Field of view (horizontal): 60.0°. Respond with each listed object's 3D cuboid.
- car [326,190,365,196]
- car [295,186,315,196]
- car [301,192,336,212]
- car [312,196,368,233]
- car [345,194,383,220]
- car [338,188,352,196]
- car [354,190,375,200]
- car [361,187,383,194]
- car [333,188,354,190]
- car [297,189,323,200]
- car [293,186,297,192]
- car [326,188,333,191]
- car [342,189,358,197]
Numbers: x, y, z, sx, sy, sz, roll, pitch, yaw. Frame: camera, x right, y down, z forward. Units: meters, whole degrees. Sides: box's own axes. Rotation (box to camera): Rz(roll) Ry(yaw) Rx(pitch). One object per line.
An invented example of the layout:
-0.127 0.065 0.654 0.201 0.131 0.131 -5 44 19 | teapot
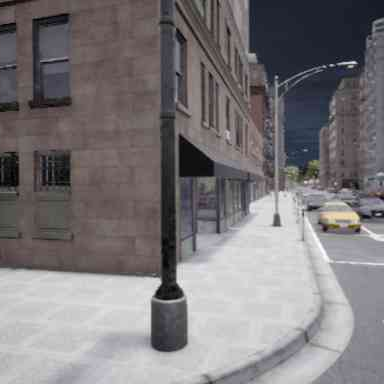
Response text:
13.961 0.810 30.665 2.033 1.411 5.357 0 1 15 | car
16.838 0.310 49.717 1.967 1.590 4.097 0 1 16 | car
10.503 0.908 27.901 1.947 1.339 4.313 0 1 16 | car
7.287 1.107 16.828 1.752 1.417 4.829 0 1 16 | car
11.069 1.042 20.711 1.994 1.385 4.181 0 1 16 | car
29.346 0.021 64.014 1.752 1.417 4.829 0 1 16 | car
24.547 0.421 47.486 1.947 1.339 4.313 0 1 16 | car
22.961 0.288 42.026 2.192 1.841 5.009 0 1 16 | car
22.059 0.458 48.350 1.895 1.301 4.718 0 1 16 | car
13.671 0.657 38.810 2.008 1.369 4.403 0 1 16 | car
20.005 -0.052 60.624 2.192 1.841 5.009 0 1 16 | car
34.052 -0.319 80.217 1.887 1.381 4.507 0 1 16 | car
27.715 0.184 58.396 1.947 1.339 4.313 0 1 16 | car
